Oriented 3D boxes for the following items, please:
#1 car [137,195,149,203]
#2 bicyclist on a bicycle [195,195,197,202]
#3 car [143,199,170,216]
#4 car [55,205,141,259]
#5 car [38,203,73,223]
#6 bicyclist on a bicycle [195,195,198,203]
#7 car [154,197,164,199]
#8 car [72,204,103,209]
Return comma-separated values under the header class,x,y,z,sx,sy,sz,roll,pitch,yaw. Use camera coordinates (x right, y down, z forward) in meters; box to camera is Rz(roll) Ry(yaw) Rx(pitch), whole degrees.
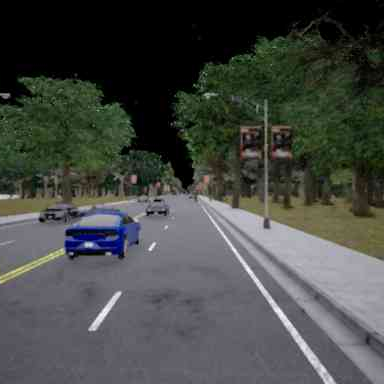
class,x,y,z,sx,sy,sz,roll,pitch,yaw
car,-9.752,1.465,66.884,1.837,1.490,4.892,0,0,0
bicyclist on a bicycle,0.897,1.420,78.493,0.582,1.620,1.656,0,0,0
car,-3.151,1.573,31.528,1.895,1.301,4.718,0,0,0
car,-3.154,1.466,12.642,1.882,1.535,5.008,0,0,0
car,-9.847,1.541,25.067,1.994,1.385,4.181,0,0,0
bicyclist on a bicycle,0.897,1.421,69.491,0.582,1.620,1.656,0,0,0
car,-6.508,1.567,64.615,1.895,1.301,4.718,0,0,0
car,-6.597,1.579,23.749,1.895,1.301,4.718,0,0,0
